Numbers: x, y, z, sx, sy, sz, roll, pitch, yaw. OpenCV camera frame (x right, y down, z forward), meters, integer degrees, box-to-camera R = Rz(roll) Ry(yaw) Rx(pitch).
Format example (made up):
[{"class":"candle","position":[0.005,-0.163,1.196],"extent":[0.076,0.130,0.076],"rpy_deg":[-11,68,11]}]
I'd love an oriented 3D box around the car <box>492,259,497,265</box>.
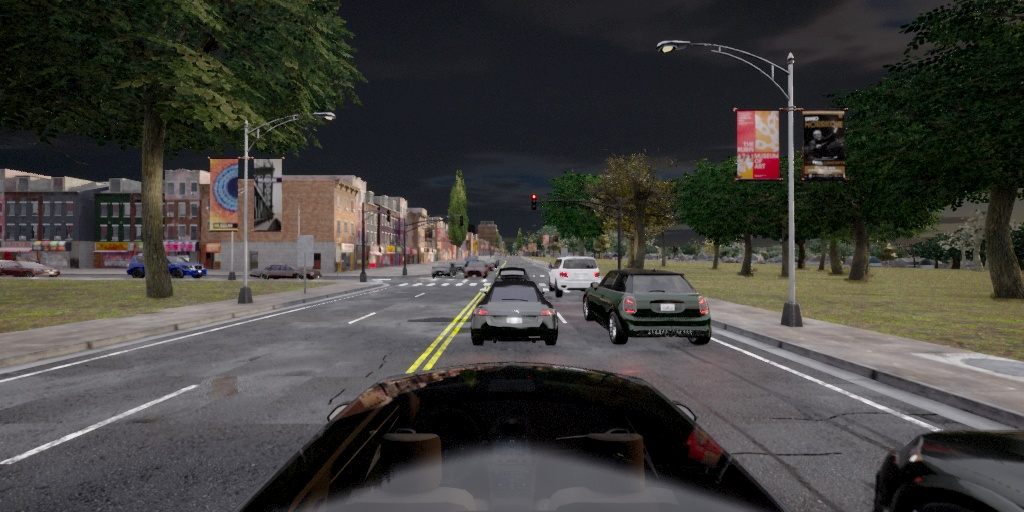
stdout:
[{"class":"car","position":[-3.431,1.451,48.115],"extent":[1.895,1.301,4.718],"rpy_deg":[0,0,0]}]

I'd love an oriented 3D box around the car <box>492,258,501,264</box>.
[{"class":"car","position":[-3.431,1.226,61.110],"extent":[1.882,1.535,5.008],"rpy_deg":[0,0,0]}]

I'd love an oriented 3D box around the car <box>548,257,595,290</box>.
[{"class":"car","position":[3.264,1.054,19.449],"extent":[2.150,2.045,5.566],"rpy_deg":[0,0,0]}]

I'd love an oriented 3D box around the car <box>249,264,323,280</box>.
[{"class":"car","position":[-19.426,1.382,30.929],"extent":[5.357,1.411,2.033],"rpy_deg":[1,0,-3]}]

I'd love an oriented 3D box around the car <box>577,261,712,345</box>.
[{"class":"car","position":[3.313,1.121,9.736],"extent":[2.097,1.767,4.553],"rpy_deg":[0,0,0]}]

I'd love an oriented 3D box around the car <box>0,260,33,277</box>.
[{"class":"car","position":[-48.963,1.118,33.837],"extent":[5.008,1.535,1.882],"rpy_deg":[0,0,0]}]

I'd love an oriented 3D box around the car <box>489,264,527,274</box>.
[{"class":"car","position":[0.014,1.331,18.451],"extent":[1.837,1.490,4.892],"rpy_deg":[0,0,0]}]

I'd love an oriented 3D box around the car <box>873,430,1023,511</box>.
[{"class":"car","position":[3.335,1.315,0.556],"extent":[1.994,1.385,4.181],"rpy_deg":[0,0,1]}]

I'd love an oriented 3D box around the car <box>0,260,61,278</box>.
[{"class":"car","position":[-42.084,1.179,30.963],"extent":[4.674,1.442,1.812],"rpy_deg":[0,0,0]}]

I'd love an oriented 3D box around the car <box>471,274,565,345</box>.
[{"class":"car","position":[0.061,1.332,9.539],"extent":[1.994,1.385,4.181],"rpy_deg":[0,0,0]}]

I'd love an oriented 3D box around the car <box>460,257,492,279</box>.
[{"class":"car","position":[-3.407,1.237,34.601],"extent":[2.097,1.767,4.553],"rpy_deg":[0,0,0]}]

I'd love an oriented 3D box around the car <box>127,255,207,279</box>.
[{"class":"car","position":[-29.741,0.962,30.962],"extent":[5.566,2.045,2.150],"rpy_deg":[0,0,0]}]

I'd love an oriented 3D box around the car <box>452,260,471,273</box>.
[{"class":"car","position":[-6.680,1.357,47.896],"extent":[1.837,1.490,4.892],"rpy_deg":[0,0,0]}]

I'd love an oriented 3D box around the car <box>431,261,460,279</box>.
[{"class":"car","position":[-6.661,1.396,35.541],"extent":[1.837,1.490,4.892],"rpy_deg":[0,0,0]}]
